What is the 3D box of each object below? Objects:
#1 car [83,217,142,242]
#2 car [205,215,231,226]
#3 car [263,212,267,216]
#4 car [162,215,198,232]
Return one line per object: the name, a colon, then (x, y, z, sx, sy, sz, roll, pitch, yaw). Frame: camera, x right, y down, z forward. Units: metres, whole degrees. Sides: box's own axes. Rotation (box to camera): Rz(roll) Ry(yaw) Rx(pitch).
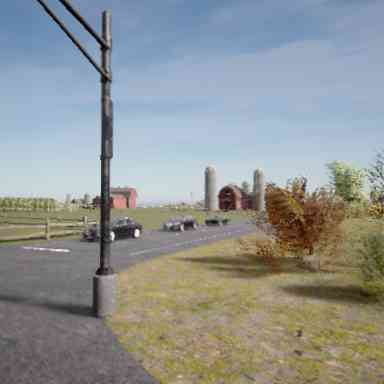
car: (-5.283, 2.475, 22.630, 1.837, 1.490, 4.892, -1, -3, 24)
car: (3.197, 3.502, 41.239, 1.895, 1.301, 4.718, -1, -3, 25)
car: (10.565, 3.777, 48.670, 1.837, 1.490, 4.892, -1, -3, 25)
car: (-1.073, 2.924, 31.876, 2.128, 1.511, 4.902, -1, -3, 25)
